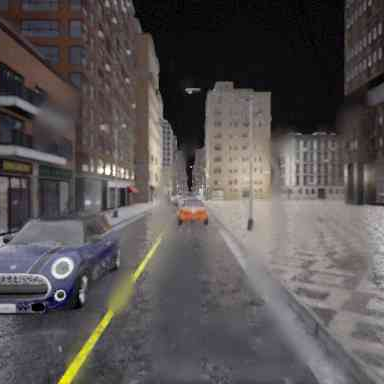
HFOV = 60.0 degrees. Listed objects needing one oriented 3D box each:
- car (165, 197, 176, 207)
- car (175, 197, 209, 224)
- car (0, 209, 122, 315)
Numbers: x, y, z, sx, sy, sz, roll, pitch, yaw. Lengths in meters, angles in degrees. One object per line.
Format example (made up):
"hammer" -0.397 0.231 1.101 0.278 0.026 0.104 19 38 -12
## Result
"car" -3.084 1.477 50.766 1.812 1.442 4.674 0 0 0
"car" 0.091 1.328 24.522 2.097 1.767 4.553 0 0 0
"car" -3.091 1.345 7.808 2.097 1.767 4.553 0 0 0
